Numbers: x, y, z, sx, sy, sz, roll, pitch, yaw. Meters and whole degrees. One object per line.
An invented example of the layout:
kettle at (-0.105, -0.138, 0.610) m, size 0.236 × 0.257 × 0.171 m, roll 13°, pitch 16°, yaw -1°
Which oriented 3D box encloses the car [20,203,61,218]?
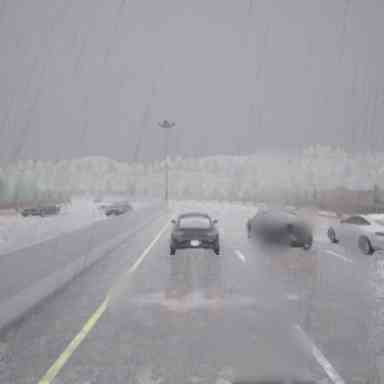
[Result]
car at (-14.097, 1.683, 31.173) m, size 1.895 × 1.301 × 4.718 m, roll 0°, pitch 0°, yaw 0°

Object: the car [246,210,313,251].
car at (3.600, 1.518, 14.451) m, size 1.882 × 1.535 × 5.008 m, roll 0°, pitch 0°, yaw 0°

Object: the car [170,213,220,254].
car at (0.103, 1.564, 13.566) m, size 1.812 × 1.442 × 4.674 m, roll 0°, pitch 0°, yaw 0°

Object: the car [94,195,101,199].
car at (-20.058, 1.532, 72.046) m, size 2.097 × 1.767 × 4.553 m, roll 0°, pitch 0°, yaw -19°

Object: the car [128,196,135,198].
car at (-13.558, 1.702, 74.640) m, size 1.812 × 1.442 × 4.674 m, roll 0°, pitch 0°, yaw -19°

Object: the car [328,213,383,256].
car at (7.101, 1.563, 13.240) m, size 1.812 × 1.442 × 4.674 m, roll 0°, pitch 0°, yaw 0°

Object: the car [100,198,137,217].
car at (-7.096, 1.634, 32.910) m, size 2.033 × 1.411 × 5.357 m, roll 0°, pitch 0°, yaw 0°

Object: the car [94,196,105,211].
car at (-10.740, 1.636, 42.693) m, size 1.812 × 1.442 × 4.674 m, roll 0°, pitch 0°, yaw -2°
